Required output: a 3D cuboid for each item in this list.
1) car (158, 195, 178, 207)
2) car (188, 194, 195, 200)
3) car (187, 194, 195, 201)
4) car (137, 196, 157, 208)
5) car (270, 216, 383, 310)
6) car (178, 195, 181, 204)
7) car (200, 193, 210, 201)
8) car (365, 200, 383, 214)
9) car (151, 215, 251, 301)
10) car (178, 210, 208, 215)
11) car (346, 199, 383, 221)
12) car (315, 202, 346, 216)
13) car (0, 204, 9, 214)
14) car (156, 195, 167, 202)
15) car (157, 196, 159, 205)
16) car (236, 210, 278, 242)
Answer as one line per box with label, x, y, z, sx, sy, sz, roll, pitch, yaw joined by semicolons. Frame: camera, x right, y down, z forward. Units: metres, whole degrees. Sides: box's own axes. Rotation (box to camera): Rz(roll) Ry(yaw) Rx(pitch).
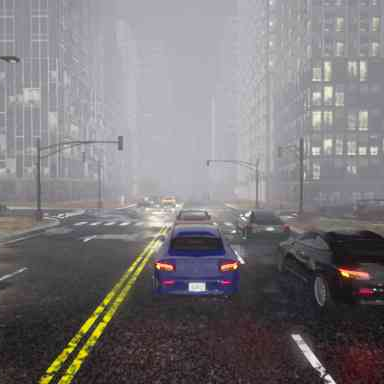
car;-3.434;1.442;49.275;1.882;1.535;5.008;0;0;0
car;-0.165;1.267;89.144;1.812;1.442;4.674;0;0;0
car;-0.146;1.514;79.172;1.895;1.301;4.718;0;0;0
car;-6.686;1.513;47.876;2.033;1.411;5.357;0;0;0
car;3.338;1.522;7.649;1.812;1.442;4.674;0;0;0
car;-3.433;1.551;60.950;1.895;1.301;4.718;0;0;0
car;3.105;1.144;78.761;2.150;2.045;5.566;0;0;0
car;21.744;1.643;36.264;4.829;1.417;1.752;1;0;1
car;0.087;1.522;8.213;1.812;1.442;4.674;0;0;0
car;0.071;1.591;17.380;1.895;1.301;4.718;0;0;0
car;16.151;1.519;27.967;5.009;1.841;2.192;1;0;1
car;15.040;1.702;33.755;4.718;1.301;1.895;0;1;1
car;-19.811;1.442;31.081;4.718;1.301;1.895;1;1;1
car;-6.634;1.436;72.204;1.837;1.490;4.892;0;0;0
car;-6.686;1.459;59.063;1.837;1.490;4.892;0;0;0
car;3.325;1.555;16.219;1.994;1.385;4.181;0;0;-1
